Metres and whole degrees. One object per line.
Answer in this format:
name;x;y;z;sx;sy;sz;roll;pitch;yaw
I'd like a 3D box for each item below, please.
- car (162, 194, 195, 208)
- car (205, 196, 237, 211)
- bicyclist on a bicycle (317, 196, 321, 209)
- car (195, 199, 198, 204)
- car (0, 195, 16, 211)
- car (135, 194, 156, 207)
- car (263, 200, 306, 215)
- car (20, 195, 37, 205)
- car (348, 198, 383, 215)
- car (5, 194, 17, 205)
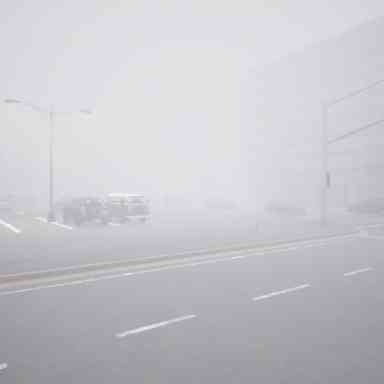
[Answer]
car;-2.474;1.277;50.768;2.150;2.045;5.566;0;0;-36
car;3.622;1.407;42.191;2.097;1.767;4.553;0;0;-35
bicyclist on a bicycle;16.592;1.356;42.905;1.656;1.620;0.582;0;0;-35
car;-1.008;1.603;61.028;2.033;1.411;5.357;0;0;-35
car;-21.730;1.451;37.950;1.970;1.475;3.806;0;0;-35
car;-8.853;1.547;66.074;2.128;1.511;4.902;0;0;-35
car;9.380;1.581;34.131;1.812;1.442;4.674;0;0;-36
car;-27.204;1.209;55.403;1.932;1.855;4.605;0;0;-35
car;18.377;1.408;33.735;2.097;1.767;4.553;0;0;-38
car;-29.599;1.212;53.777;1.905;1.878;3.866;0;0;-35
